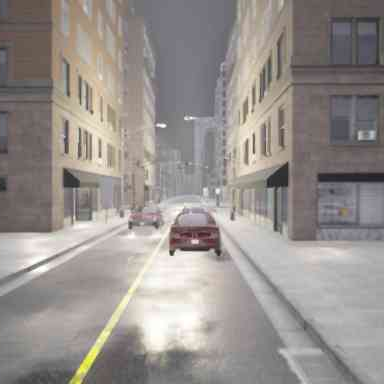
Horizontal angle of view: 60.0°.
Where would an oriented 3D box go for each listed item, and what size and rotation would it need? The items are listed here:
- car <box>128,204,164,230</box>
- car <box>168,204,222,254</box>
[{"bbox_3d":[-2.828,1.539,21.234,1.812,1.442,4.674,0,0,0],"label":"car"},{"bbox_3d":[0.102,1.484,13.460,1.882,1.535,5.008,0,0,0],"label":"car"}]
